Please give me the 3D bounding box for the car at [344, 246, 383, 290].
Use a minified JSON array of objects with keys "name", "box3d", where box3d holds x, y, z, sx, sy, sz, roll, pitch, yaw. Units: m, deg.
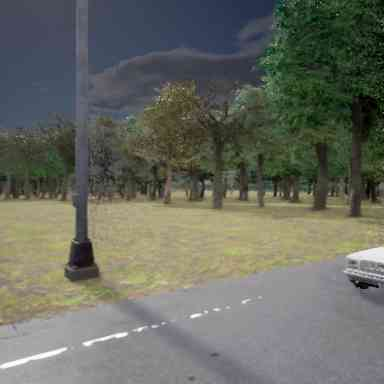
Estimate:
[{"name":"car","box3d":[5.693,1.611,7.951,4.718,1.301,1.895,0,0,-35]}]
